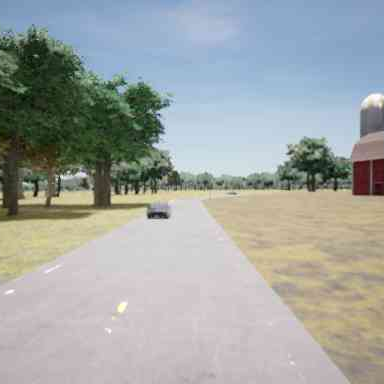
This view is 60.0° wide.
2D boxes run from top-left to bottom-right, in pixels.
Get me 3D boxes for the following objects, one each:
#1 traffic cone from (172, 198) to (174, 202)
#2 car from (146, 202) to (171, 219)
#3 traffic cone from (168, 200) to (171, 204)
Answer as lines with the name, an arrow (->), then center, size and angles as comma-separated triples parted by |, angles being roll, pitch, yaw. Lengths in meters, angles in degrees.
traffic cone -> -3.804, 1.738, 58.447 | 0.340, 0.580, 0.340 | 0, 1, 0
car -> -2.831, 1.573, 29.399 | 2.033, 1.411, 5.357 | 0, 0, 0
traffic cone -> -3.809, 1.799, 53.447 | 0.340, 0.580, 0.340 | 0, 1, 0
